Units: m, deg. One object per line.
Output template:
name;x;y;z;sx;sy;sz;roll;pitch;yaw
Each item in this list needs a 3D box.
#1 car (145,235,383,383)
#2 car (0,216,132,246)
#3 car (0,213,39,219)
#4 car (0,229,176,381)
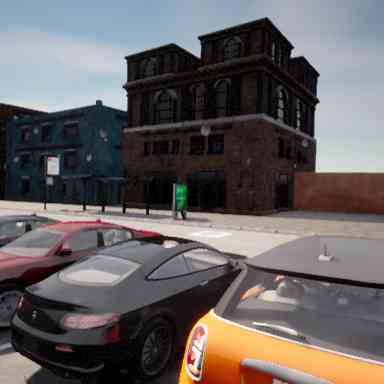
car;1.871;1.300;3.775;2.185;1.767;4.553;0;0;36
car;-2.648;1.404;7.043;2.097;1.535;5.008;0;0;35
car;-4.919;1.382;8.662;2.097;1.535;5.008;1;0;36
car;-0.382;1.459;5.417;2.002;1.452;4.674;0;0;35
